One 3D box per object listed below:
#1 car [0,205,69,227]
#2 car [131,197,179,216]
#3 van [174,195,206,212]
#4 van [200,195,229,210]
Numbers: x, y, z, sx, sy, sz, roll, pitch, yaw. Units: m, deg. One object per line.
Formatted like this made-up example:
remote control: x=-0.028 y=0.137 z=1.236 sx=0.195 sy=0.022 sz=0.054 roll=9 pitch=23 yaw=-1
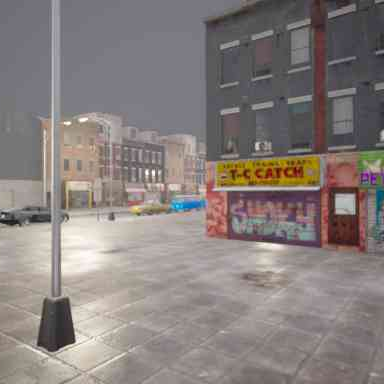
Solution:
car: x=-10.333 y=1.522 z=22.111 sx=1.947 sy=1.339 sz=4.313 roll=0 pitch=0 yaw=36
car: x=-3.645 y=1.449 z=31.454 sx=1.752 sy=1.417 sz=4.829 roll=0 pitch=0 yaw=36
van: x=-0.449 y=1.249 z=35.918 sx=1.690 sy=1.788 sz=3.998 roll=0 pitch=0 yaw=36
van: x=2.845 y=1.234 z=40.520 sx=1.690 sy=1.788 sz=3.998 roll=0 pitch=0 yaw=36
